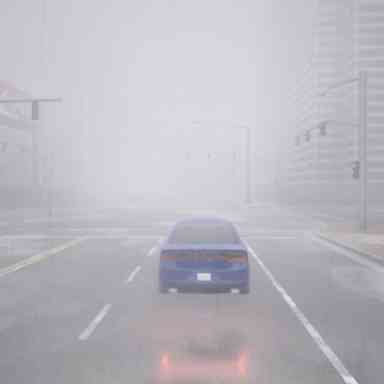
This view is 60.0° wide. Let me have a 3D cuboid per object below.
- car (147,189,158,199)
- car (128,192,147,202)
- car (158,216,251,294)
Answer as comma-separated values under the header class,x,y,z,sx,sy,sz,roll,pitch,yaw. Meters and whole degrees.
class,x,y,z,sx,sy,sz,roll,pitch,yaw
car,-8.291,0.593,68.610,1.812,1.442,4.674,0,1,2
car,-8.874,0.784,53.101,1.837,1.490,4.892,0,1,2
car,0.313,1.359,8.531,1.882,1.535,5.008,0,1,2
